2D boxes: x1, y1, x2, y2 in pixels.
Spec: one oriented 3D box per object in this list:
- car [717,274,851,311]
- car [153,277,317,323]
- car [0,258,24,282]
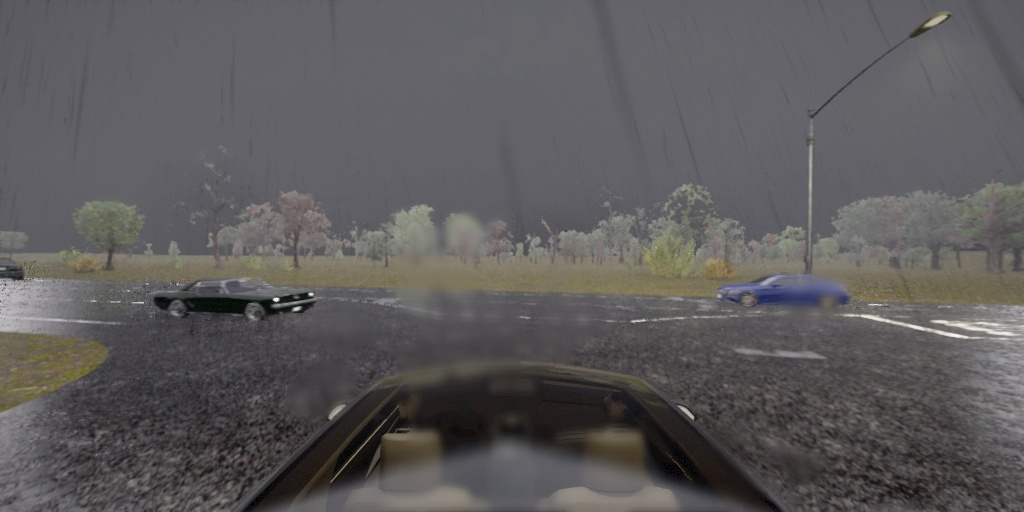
[{"bbox_3d":[11.330,1.484,15.166,4.674,1.442,1.812,0,0,11],"label":"car"},{"bbox_3d":[-9.119,1.381,11.981,4.718,1.301,1.895,0,0,11],"label":"car"},{"bbox_3d":[-36.000,0.863,24.261,4.553,1.767,2.097,0,0,11],"label":"car"}]
